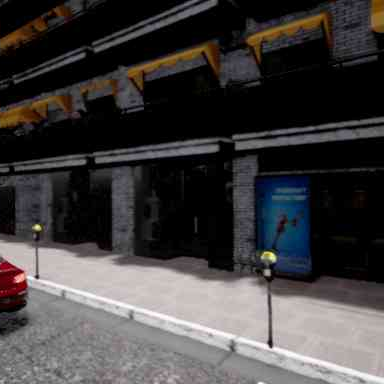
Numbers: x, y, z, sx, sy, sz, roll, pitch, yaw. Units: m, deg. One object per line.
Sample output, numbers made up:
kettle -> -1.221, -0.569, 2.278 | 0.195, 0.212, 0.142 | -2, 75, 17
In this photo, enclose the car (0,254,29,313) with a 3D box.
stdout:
car -> -4.697, 1.533, 6.237 | 4.206, 1.307, 1.802 | 0, -1, 36
